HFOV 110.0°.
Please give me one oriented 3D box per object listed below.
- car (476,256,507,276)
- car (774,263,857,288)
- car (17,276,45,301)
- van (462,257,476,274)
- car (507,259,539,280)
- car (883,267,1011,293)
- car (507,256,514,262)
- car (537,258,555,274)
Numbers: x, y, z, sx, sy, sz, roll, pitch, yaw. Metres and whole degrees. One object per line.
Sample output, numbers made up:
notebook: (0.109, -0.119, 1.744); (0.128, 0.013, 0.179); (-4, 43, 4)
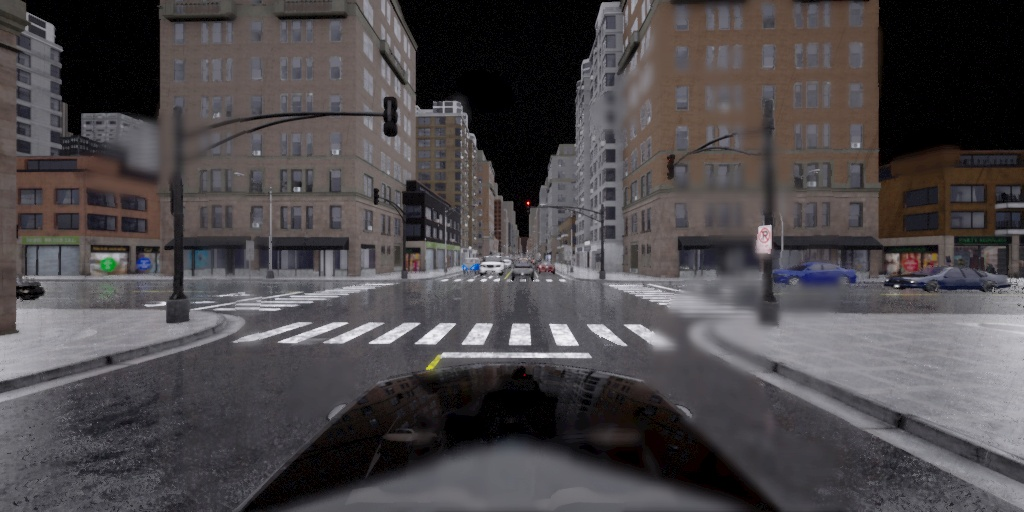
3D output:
car: (-2.027, 0.987, 37.455); (2.150, 2.045, 5.566); (0, 0, 2)
car: (19.725, 1.248, 23.751); (5.008, 1.535, 1.882); (0, 0, 2)
car: (-22.760, 1.237, 15.063); (4.892, 1.490, 1.837); (0, 0, 2)
van: (-4.652, 1.111, 41.272); (1.690, 1.789, 3.998); (0, 0, 2)
car: (0.952, 1.250, 31.209); (2.128, 1.511, 4.902); (0, 0, 2)
car: (24.592, 1.325, 20.353); (5.357, 1.411, 2.033); (0, 0, 2)
car: (-1.265, 1.008, 58.463); (2.150, 2.045, 5.566); (0, 0, 2)
car: (3.869, 1.209, 40.976); (1.967, 1.591, 4.097); (0, 0, 2)
